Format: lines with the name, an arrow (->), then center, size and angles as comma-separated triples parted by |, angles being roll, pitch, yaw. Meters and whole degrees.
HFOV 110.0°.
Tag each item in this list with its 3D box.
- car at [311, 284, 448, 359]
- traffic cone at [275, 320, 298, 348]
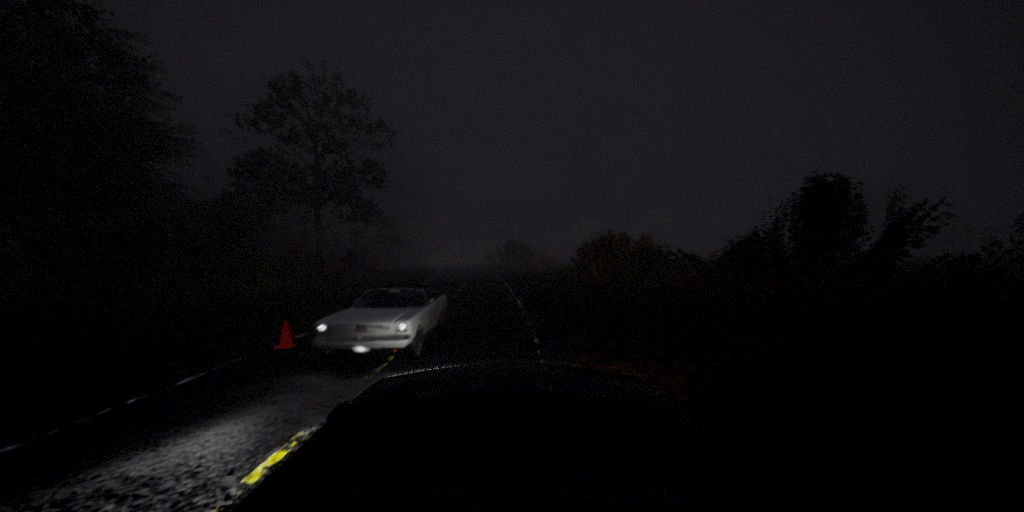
car -> -2.800, 1.383, 8.680 | 1.895, 1.301, 4.718 | -1, 0, -2
traffic cone -> -5.123, 1.762, 8.140 | 0.340, 0.580, 0.340 | 0, 0, -1
